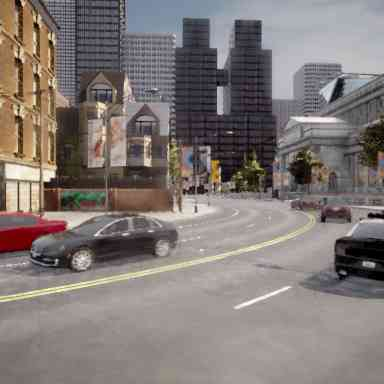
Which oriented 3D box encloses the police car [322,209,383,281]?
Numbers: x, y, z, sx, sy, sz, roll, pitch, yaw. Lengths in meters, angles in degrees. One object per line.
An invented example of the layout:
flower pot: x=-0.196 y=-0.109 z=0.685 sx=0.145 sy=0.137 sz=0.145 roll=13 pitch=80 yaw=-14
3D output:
police car: x=5.647 y=1.421 z=9.429 sx=1.930 sy=1.638 sz=5.238 roll=0 pitch=0 yaw=41

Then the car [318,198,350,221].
car: x=11.437 y=1.340 z=26.723 sx=2.097 sy=1.767 sz=4.553 roll=0 pitch=0 yaw=20

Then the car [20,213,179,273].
car: x=-2.596 y=1.494 z=10.848 sx=4.892 sy=1.490 sz=1.837 roll=0 pitch=1 yaw=-44

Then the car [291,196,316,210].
car: x=14.106 y=1.328 z=42.386 sx=2.097 sy=1.767 sz=4.553 roll=0 pitch=0 yaw=1

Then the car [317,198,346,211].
car: x=17.585 y=1.542 z=42.217 sx=1.994 sy=1.385 sz=4.181 roll=0 pitch=0 yaw=1

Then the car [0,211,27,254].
car: x=-6.908 y=1.464 z=11.670 sx=5.008 sy=1.535 sz=1.882 roll=0 pitch=0 yaw=-40
